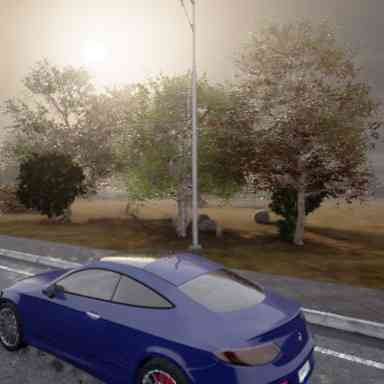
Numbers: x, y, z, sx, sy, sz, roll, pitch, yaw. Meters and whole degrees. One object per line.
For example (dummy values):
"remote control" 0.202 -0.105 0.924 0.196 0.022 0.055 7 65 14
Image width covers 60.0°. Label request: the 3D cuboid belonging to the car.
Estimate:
"car" -0.804 1.523 4.516 4.674 1.442 1.812 0 0 35
